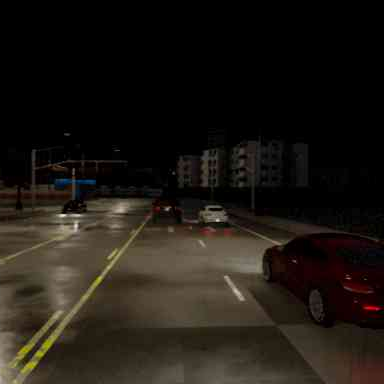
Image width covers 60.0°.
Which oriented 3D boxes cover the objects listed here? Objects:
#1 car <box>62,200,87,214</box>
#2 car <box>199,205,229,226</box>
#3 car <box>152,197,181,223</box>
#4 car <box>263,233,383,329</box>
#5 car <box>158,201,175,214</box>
[{"bbox_3d":[-13.573,1.717,38.613,1.837,1.490,4.892,0,-1,-4],"label":"car"},{"bbox_3d":[1.577,1.746,25.183,1.812,1.442,4.674,0,-1,-4],"label":"car"},{"bbox_3d":[-2.097,1.438,27.555,2.150,2.045,5.566,0,-1,-5],"label":"car"},{"bbox_3d":[2.938,1.599,7.071,1.812,1.442,4.674,0,-1,-4],"label":"car"},{"bbox_3d":[-3.067,1.837,40.341,1.994,1.385,4.181,0,0,-4],"label":"car"}]
